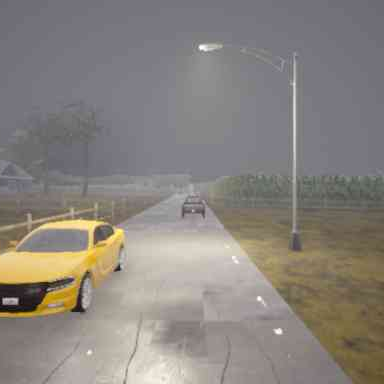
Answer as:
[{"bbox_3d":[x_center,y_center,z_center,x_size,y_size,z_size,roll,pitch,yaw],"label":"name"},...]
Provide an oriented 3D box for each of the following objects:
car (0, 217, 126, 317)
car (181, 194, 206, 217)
[{"bbox_3d":[-2.847,1.427,7.723,1.882,1.535,5.008,0,0,0],"label":"car"},{"bbox_3d":[0.109,1.160,27.082,2.128,1.511,4.902,0,1,0],"label":"car"}]
